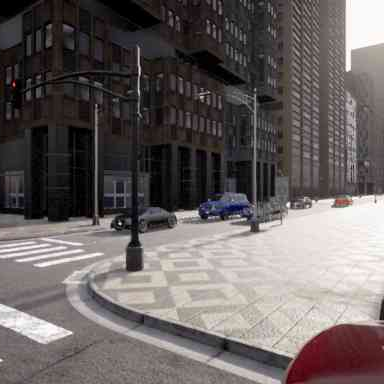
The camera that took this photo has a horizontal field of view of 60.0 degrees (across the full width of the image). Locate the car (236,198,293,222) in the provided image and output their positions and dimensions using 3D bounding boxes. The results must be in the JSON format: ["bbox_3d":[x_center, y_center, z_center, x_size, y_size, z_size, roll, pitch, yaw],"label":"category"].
[{"bbox_3d":[5.788,1.492,26.035,2.033,1.411,5.357,0,0,35],"label":"car"}]

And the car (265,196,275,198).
[{"bbox_3d":[8.379,1.270,35.255,2.097,1.767,4.553,0,0,35],"label":"car"}]

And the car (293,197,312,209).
[{"bbox_3d":[14.358,1.386,43.664,2.128,1.511,4.902,0,0,35],"label":"car"}]

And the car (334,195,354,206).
[{"bbox_3d":[23.183,1.225,50.696,2.097,1.767,4.553,0,0,35],"label":"car"}]

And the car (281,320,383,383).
[{"bbox_3d":[2.705,1.315,1.032,5.009,1.841,2.192,0,0,35],"label":"car"}]

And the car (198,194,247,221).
[{"bbox_3d":[2.748,1.161,27.296,2.150,2.045,5.566,0,0,35],"label":"car"}]

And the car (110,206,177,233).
[{"bbox_3d":[-2.732,1.525,19.527,1.994,1.385,4.181,0,0,35],"label":"car"}]
